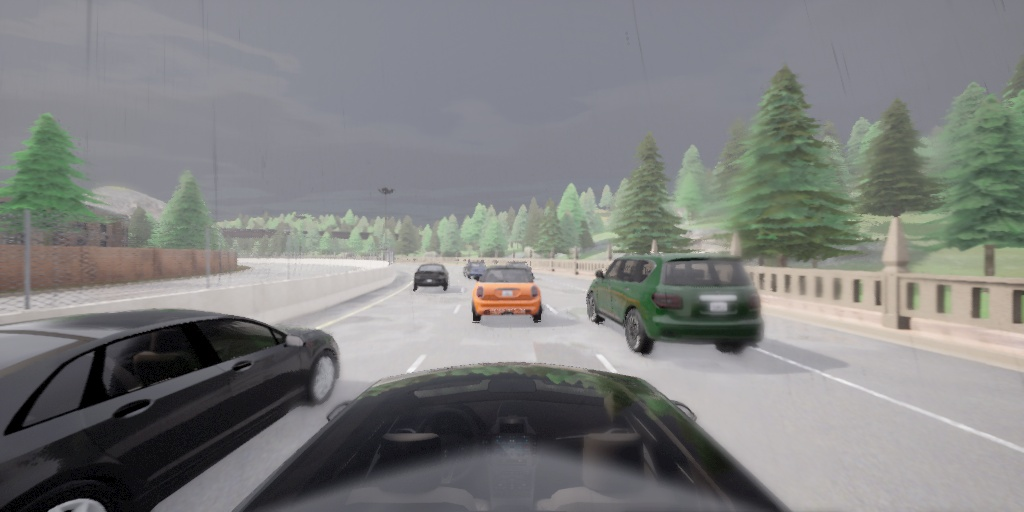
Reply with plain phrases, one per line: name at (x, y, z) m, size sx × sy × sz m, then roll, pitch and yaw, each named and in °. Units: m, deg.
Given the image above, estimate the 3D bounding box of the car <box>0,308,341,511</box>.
car at (-3.414, 1.252, 3.337) m, size 1.837 × 1.490 × 4.892 m, roll 0°, pitch 0°, yaw 0°

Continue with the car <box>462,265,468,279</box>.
car at (-3.235, 1.247, 31.622) m, size 2.033 × 1.411 × 5.357 m, roll 0°, pitch 0°, yaw -14°

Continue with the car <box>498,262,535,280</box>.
car at (0.300, 1.246, 31.872) m, size 2.033 × 1.411 × 5.357 m, roll 0°, pitch 0°, yaw -14°

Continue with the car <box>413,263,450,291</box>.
car at (-4.853, 1.193, 21.886) m, size 1.882 × 1.535 × 5.008 m, roll 0°, pitch 0°, yaw -9°

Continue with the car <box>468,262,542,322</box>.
car at (-0.258, 1.084, 12.386) m, size 2.097 × 1.767 × 4.553 m, roll 0°, pitch 0°, yaw -3°

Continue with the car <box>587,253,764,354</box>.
car at (3.468, 0.959, 8.853) m, size 2.150 × 2.045 × 5.566 m, roll 0°, pitch 0°, yaw -2°
